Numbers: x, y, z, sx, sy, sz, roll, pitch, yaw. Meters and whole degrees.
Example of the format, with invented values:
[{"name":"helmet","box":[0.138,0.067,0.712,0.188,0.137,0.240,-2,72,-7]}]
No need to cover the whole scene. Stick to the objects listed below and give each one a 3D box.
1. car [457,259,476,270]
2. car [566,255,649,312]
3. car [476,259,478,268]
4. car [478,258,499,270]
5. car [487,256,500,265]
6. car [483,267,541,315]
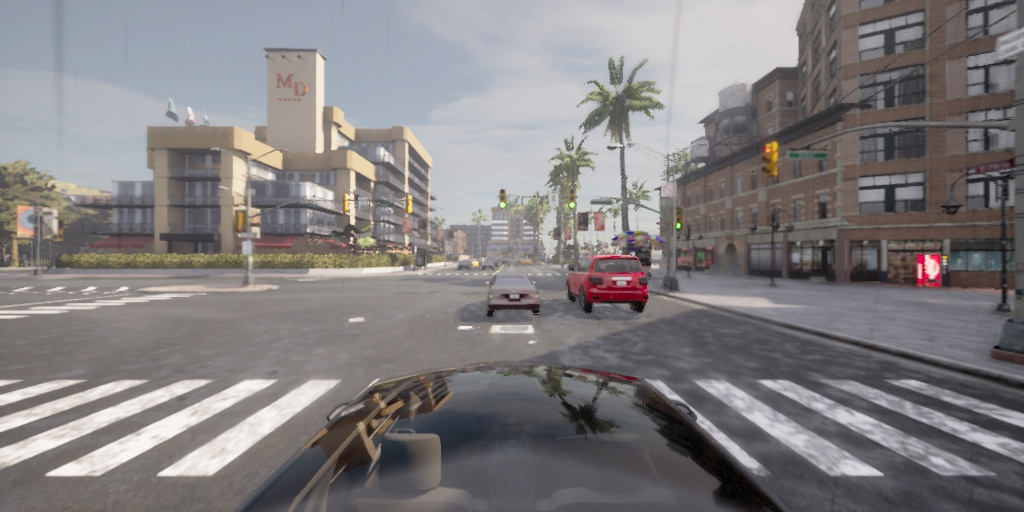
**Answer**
[{"name":"car","box":[-7.030,1.317,53.994,1.837,1.490,4.892,0,0,0]},{"name":"car","box":[3.594,0.987,14.434,2.150,2.045,5.566,0,0,0]},{"name":"car","box":[-7.035,1.302,63.453,1.882,1.535,5.008,0,0,0]},{"name":"car","box":[-3.530,1.361,54.225,2.033,1.411,5.357,0,0,0]},{"name":"car","box":[-3.535,1.047,64.130,2.150,2.045,5.566,0,0,0]},{"name":"car","box":[-0.031,1.312,13.690,2.033,1.411,5.357,0,0,-2]}]
